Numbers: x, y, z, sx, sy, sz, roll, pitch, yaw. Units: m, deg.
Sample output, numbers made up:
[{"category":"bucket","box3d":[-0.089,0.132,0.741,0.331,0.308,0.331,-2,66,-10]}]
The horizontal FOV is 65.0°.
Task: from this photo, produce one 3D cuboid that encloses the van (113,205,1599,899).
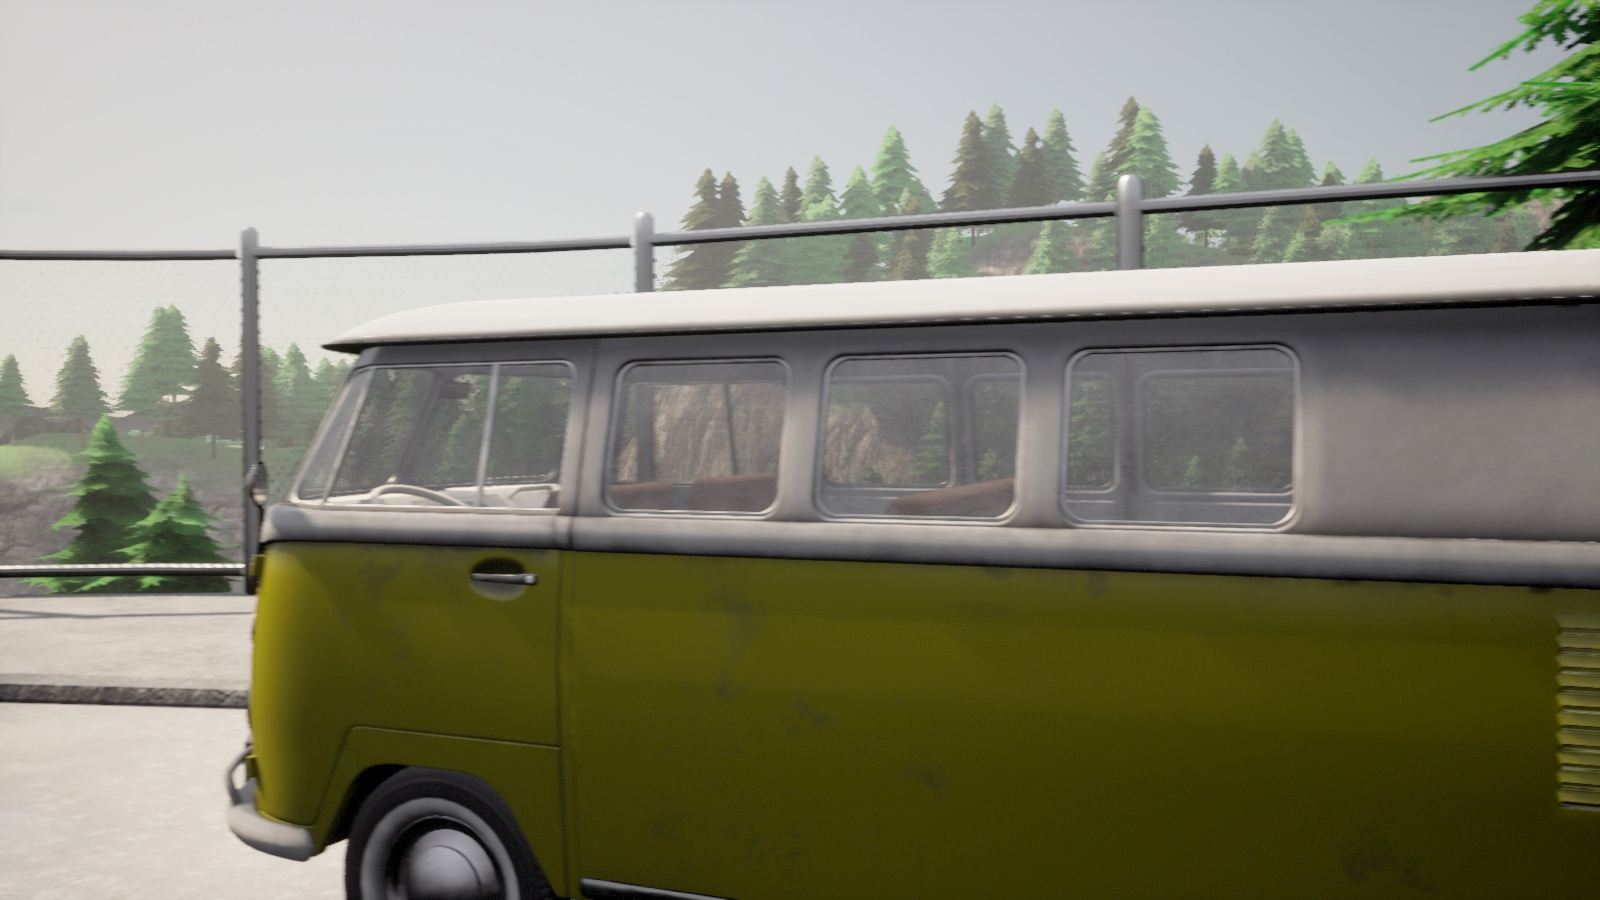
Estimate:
[{"category":"van","box3d":[0.393,0.520,3.678,4.442,1.987,1.775,1,1,21]}]
